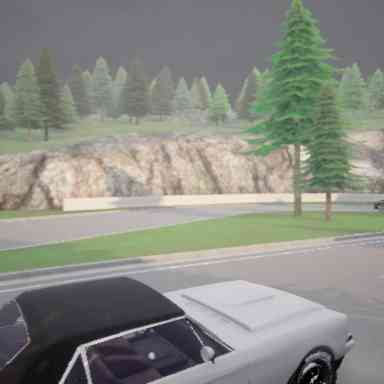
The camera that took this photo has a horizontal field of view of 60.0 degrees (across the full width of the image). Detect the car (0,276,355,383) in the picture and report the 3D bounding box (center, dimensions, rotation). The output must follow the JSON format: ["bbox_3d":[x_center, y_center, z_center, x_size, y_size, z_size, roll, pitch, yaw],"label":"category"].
[{"bbox_3d":[-0.541,1.572,3.217,4.718,1.301,1.895,-1,1,-33],"label":"car"}]

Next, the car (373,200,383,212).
[{"bbox_3d":[18.392,1.046,28.988,2.128,1.511,4.902,0,0,-29],"label":"car"}]
